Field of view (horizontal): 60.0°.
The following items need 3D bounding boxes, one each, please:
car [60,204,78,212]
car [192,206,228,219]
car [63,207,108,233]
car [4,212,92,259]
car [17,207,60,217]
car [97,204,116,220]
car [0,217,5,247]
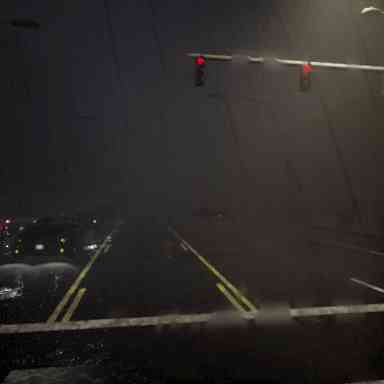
[{"bbox_3d":[-12.181,1.964,32.837,2.128,1.511,4.902,0,-1,-9],"label":"car"},{"bbox_3d":[1.694,2.085,34.531,1.895,1.301,4.718,0,-1,-26],"label":"car"},{"bbox_3d":[-6.832,1.866,21.773,1.895,1.301,4.718,0,-1,-9],"label":"car"},{"bbox_3d":[-5.425,1.697,13.143,1.994,1.385,4.181,0,-1,-9],"label":"car"},{"bbox_3d":[-10.375,1.871,21.758,1.895,1.301,4.718,0,-1,-10],"label":"car"},{"bbox_3d":[-8.645,1.972,32.896,1.837,1.490,4.892,0,-1,-9],"label":"car"},{"bbox_3d":[-8.929,1.482,12.885,2.097,1.767,4.553,0,-1,-9],"label":"car"}]
